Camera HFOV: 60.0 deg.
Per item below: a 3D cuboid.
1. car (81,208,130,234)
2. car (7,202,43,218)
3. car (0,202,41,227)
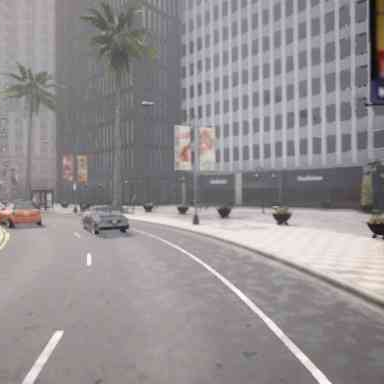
[{"bbox_3d":[-5.343,1.665,20.078,2.033,1.411,5.357,0,0,-28],"label":"car"},{"bbox_3d":[-17.371,1.792,34.496,4.892,1.490,1.837,-1,0,44],"label":"car"},{"bbox_3d":[-12.861,1.562,24.837,2.097,1.767,4.553,-1,0,-38],"label":"car"}]
